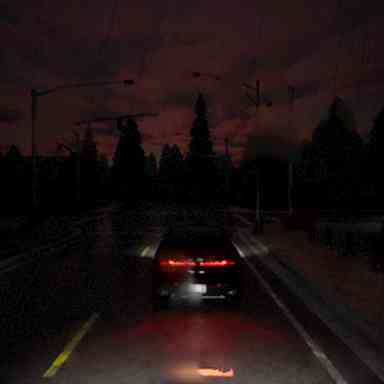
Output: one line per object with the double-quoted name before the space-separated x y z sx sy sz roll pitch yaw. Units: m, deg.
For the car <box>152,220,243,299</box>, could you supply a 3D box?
"car" 0.110 1.478 8.369 1.837 1.490 4.892 0 0 0
